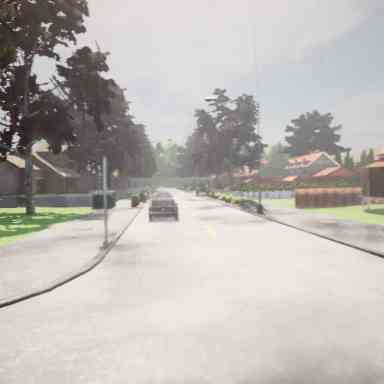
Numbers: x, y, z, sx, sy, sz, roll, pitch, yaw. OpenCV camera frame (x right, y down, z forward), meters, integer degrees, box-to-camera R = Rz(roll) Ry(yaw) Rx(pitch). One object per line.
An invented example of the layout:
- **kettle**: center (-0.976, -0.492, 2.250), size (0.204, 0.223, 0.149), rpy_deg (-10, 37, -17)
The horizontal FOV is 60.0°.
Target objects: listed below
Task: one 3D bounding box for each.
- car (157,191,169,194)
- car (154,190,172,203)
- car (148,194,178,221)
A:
- **car**: center (-2.818, 0.808, 32.037), size (1.994, 1.385, 4.181), rpy_deg (-1, 1, -5)
- **car**: center (-3.717, 0.551, 42.356), size (2.033, 1.411, 5.357), rpy_deg (-1, 1, -5)
- **car**: center (-1.917, 1.075, 22.090), size (1.895, 1.301, 4.718), rpy_deg (-1, 1, -5)
